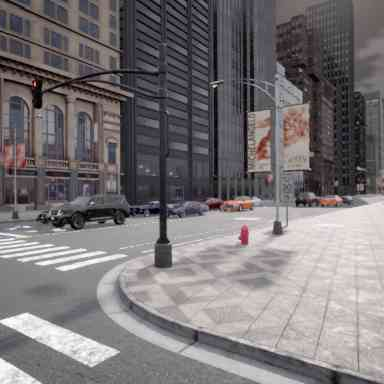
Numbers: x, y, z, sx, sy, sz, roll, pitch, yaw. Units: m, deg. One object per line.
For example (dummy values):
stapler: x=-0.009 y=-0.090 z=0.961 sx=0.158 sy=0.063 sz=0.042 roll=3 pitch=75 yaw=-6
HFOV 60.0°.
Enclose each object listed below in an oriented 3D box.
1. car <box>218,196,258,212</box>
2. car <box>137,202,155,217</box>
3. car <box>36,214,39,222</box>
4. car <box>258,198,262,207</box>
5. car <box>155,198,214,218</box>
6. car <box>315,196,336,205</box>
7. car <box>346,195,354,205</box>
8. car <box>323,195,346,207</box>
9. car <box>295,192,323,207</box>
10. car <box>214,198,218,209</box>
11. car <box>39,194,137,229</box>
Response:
car: x=5.359 y=1.264 z=38.211 sx=2.097 sy=1.767 sz=4.553 roll=-1 pitch=0 yaw=36
car: x=-3.786 y=1.564 z=31.008 sx=1.895 sy=1.301 sz=4.718 roll=-1 pitch=0 yaw=35
car: x=-8.859 y=1.549 z=23.876 sx=1.994 sy=1.385 sz=4.181 roll=-1 pitch=0 yaw=35
car: x=8.617 y=1.442 z=48.347 sx=1.812 sy=1.442 sz=4.674 roll=-1 pitch=0 yaw=36
car: x=-0.558 y=1.484 z=29.938 sx=2.033 sy=1.411 sz=5.357 roll=-1 pitch=0 yaw=35
car: x=22.869 y=1.396 z=56.918 sx=2.033 sy=1.411 sz=5.357 roll=-1 pitch=0 yaw=35
car: x=25.299 y=1.330 z=54.727 sx=1.837 sy=1.490 sz=4.892 roll=-1 pitch=0 yaw=35
car: x=19.914 y=1.187 z=47.162 sx=2.097 sy=1.767 sz=4.553 roll=-1 pitch=0 yaw=36
car: x=16.776 y=1.081 z=48.362 sx=2.150 sy=2.045 sz=5.566 roll=-1 pitch=0 yaw=36
car: x=1.928 y=1.417 z=39.028 sx=1.882 sy=1.535 sz=5.008 roll=-1 pitch=0 yaw=36
car: x=-6.503 y=1.185 z=21.587 sx=2.150 sy=2.045 sz=5.566 roll=-1 pitch=0 yaw=35
